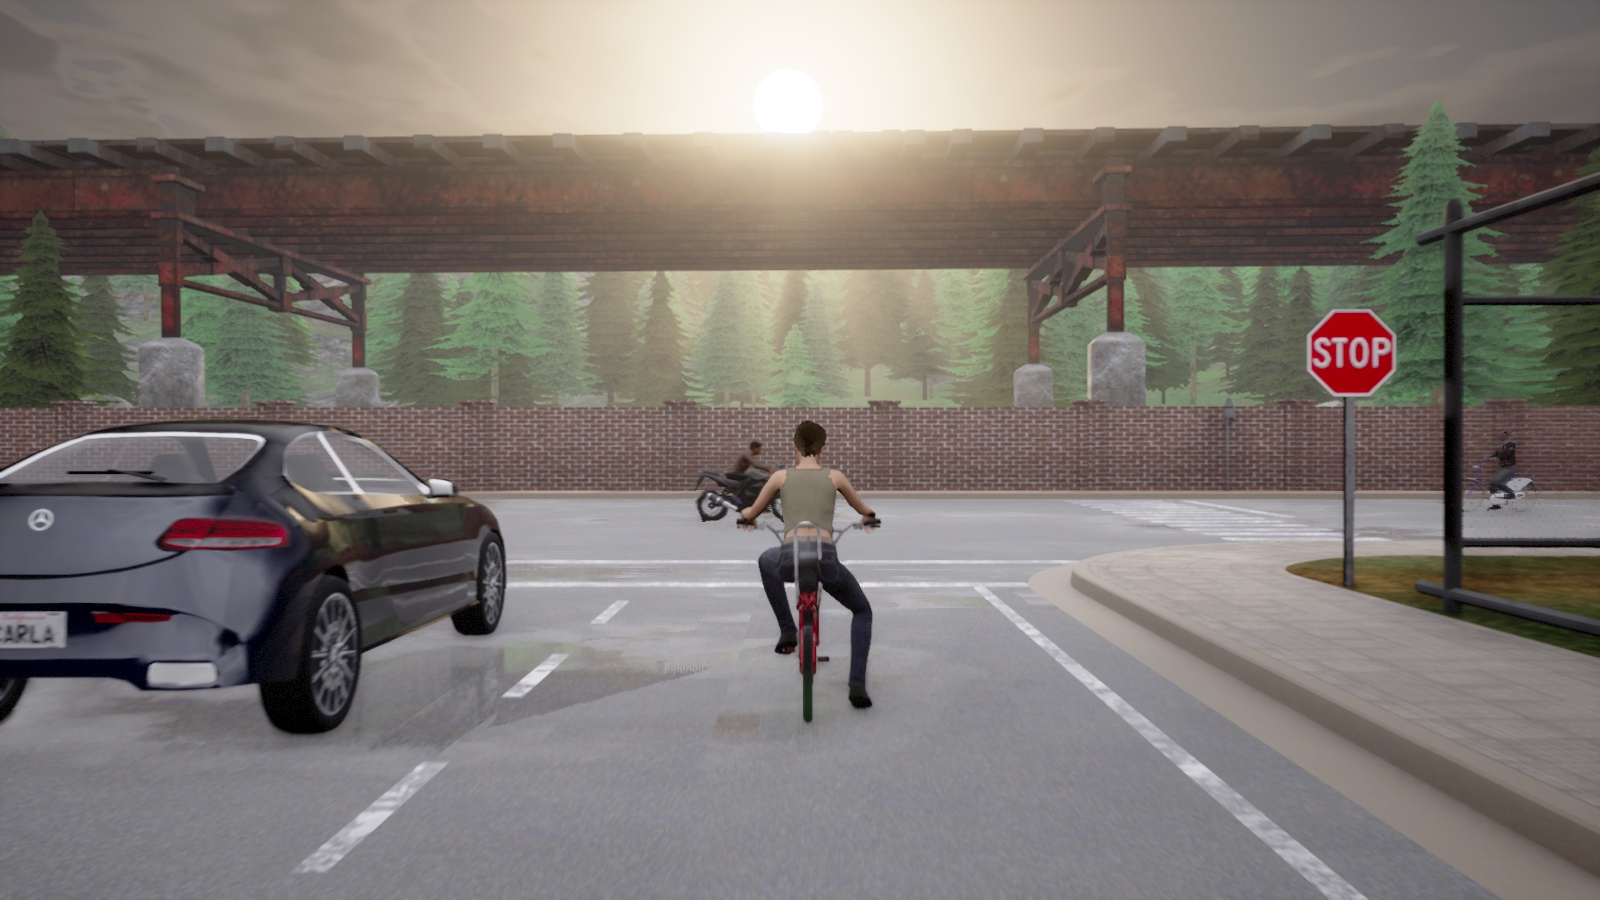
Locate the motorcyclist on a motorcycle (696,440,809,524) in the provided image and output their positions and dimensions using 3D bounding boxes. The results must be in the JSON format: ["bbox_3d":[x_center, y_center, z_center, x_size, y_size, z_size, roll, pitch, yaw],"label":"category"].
[{"bbox_3d":[-0.864,0.581,23.371,2.044,1.523,0.797,0,0,2],"label":"motorcyclist on a motorcycle"}]

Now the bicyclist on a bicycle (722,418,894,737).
[{"bbox_3d":[0.048,0.638,7.103,0.866,1.612,1.509,0,1,1],"label":"bicyclist on a bicycle"}]

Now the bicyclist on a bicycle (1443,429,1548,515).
[{"bbox_3d":[14.679,0.462,26.535,1.843,1.776,0.659,0,0,1],"label":"bicyclist on a bicycle"}]

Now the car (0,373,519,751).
[{"bbox_3d":[-3.439,0.472,7.991,2.152,1.651,5.027,0,0,0],"label":"car"}]
